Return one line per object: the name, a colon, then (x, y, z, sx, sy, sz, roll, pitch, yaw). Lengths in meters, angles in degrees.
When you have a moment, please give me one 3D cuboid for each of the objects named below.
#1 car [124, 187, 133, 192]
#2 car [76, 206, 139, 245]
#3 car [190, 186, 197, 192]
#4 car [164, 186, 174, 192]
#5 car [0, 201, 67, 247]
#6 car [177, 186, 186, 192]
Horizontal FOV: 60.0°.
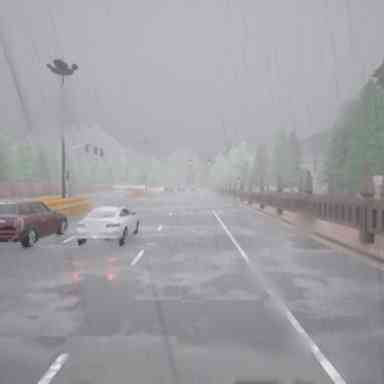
car: (-17.085, -0.660, 90.181, 1.994, 1.385, 4.181, 0, 2, 0)
car: (-3.488, 1.305, 14.292, 1.812, 1.442, 4.674, 0, 2, 1)
car: (0.425, -0.746, 91.941, 2.033, 1.411, 5.357, 0, 2, 0)
car: (-6.573, -0.924, 92.360, 2.097, 1.767, 4.553, 0, 2, 0)
car: (-6.992, 1.136, 14.012, 2.097, 1.767, 4.553, 0, 1, 0)
car: (-3.073, -0.925, 92.308, 2.097, 1.767, 4.553, 0, 2, 0)
